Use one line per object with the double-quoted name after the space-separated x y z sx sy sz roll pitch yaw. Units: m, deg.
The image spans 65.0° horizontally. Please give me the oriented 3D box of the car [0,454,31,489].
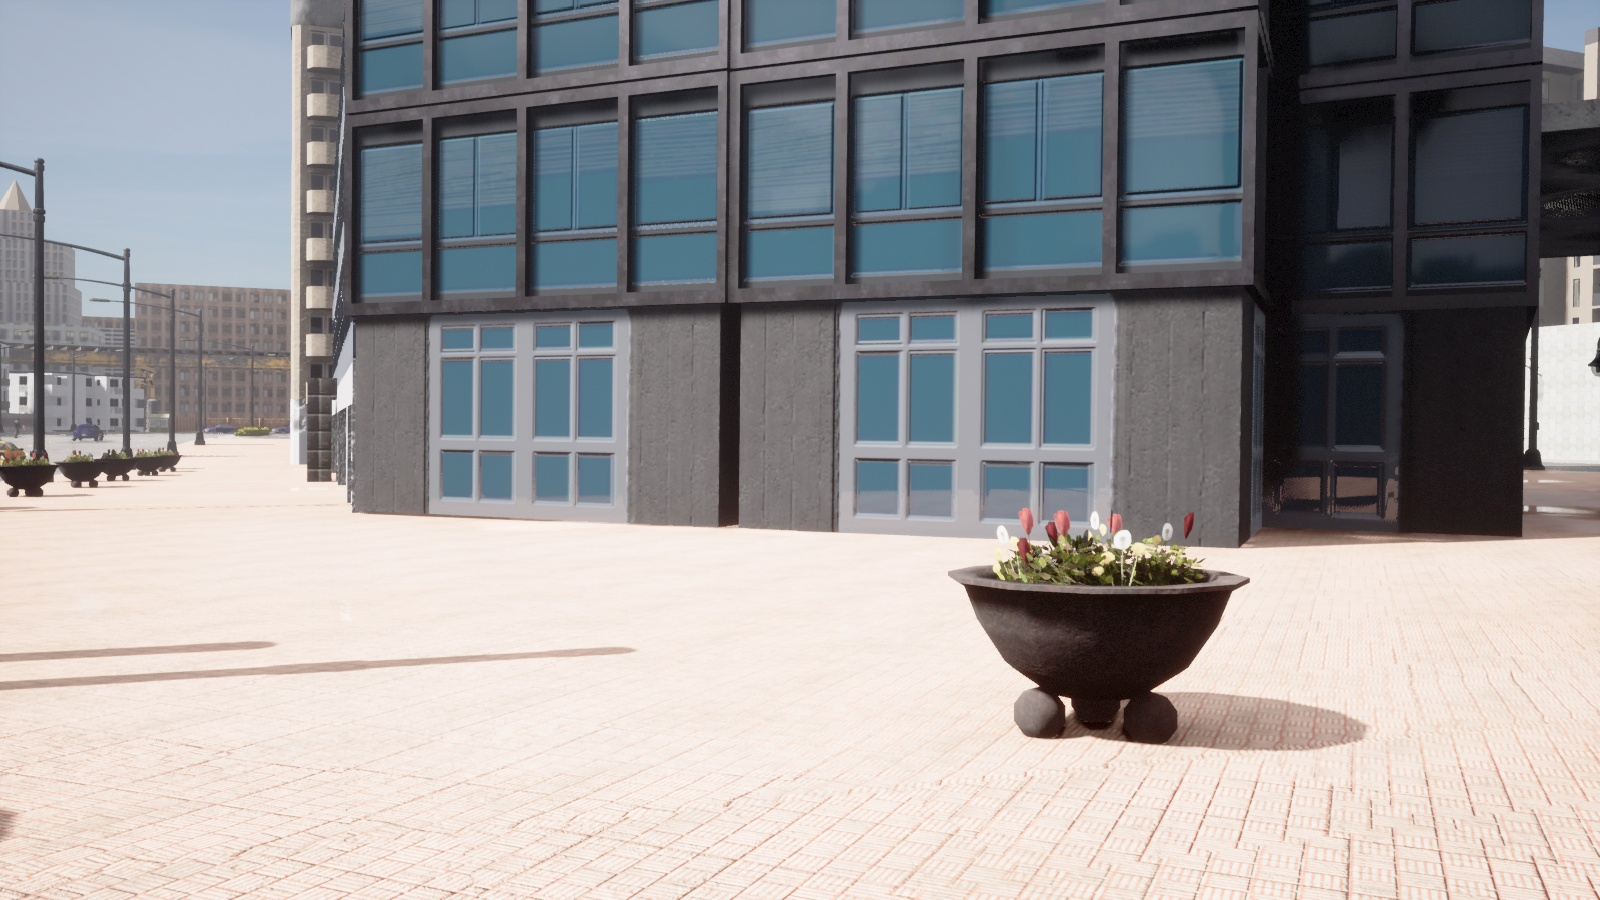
-39.027 1.027 61.103 1.801 1.575 5.366 -1 1 -21 "car"
